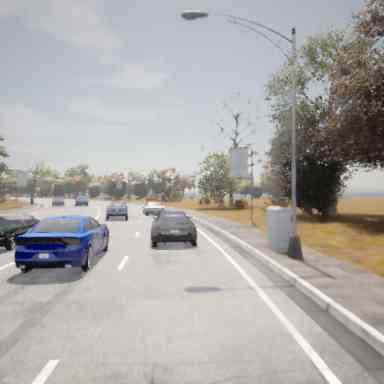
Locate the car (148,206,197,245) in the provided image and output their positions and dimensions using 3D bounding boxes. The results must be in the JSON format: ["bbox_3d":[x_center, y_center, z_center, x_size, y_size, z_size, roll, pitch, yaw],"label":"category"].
[{"bbox_3d":[-0.916,1.567,15.528,1.994,1.385,4.181,0,0,-6],"label":"car"}]

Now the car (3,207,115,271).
[{"bbox_3d":[-3.983,1.487,10.987,1.882,1.535,5.008,0,0,-4],"label":"car"}]

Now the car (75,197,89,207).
[{"bbox_3d":[-17.747,1.500,53.640,1.882,1.535,5.008,0,0,-21],"label":"car"}]

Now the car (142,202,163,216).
[{"bbox_3d":[-3.887,1.612,33.328,1.895,1.301,4.718,0,0,-13],"label":"car"}]

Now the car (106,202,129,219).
[{"bbox_3d":[-6.532,1.560,29.143,2.033,1.411,5.357,0,0,-12],"label":"car"}]

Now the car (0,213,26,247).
[{"bbox_3d":[-7.980,1.617,14.332,1.895,1.301,4.718,0,0,-6],"label":"car"}]

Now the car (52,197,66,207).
[{"bbox_3d":[-21.339,1.548,53.252,1.812,1.442,4.674,0,0,-22],"label":"car"}]
